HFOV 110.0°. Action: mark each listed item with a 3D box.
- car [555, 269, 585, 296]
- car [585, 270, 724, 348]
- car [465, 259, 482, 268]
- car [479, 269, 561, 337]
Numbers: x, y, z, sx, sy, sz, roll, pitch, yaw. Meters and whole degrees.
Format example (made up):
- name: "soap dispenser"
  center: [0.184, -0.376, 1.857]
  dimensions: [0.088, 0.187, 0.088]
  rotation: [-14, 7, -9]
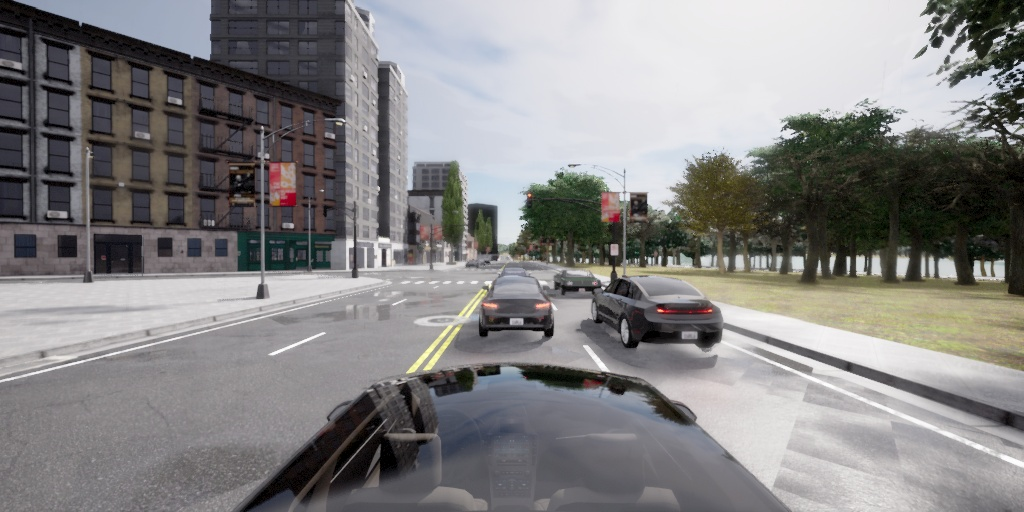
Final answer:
- name: "car"
  center: [3.374, 1.347, 19.439]
  dimensions: [1.895, 1.301, 4.718]
  rotation: [0, 0, 0]
- name: "car"
  center: [3.360, 1.253, 9.195]
  dimensions: [1.837, 1.490, 4.892]
  rotation: [0, 0, 0]
- name: "car"
  center: [-6.503, 1.295, 59.172]
  dimensions: [1.994, 1.385, 4.181]
  rotation: [0, 0, 0]
- name: "car"
  center: [0.114, 1.274, 10.163]
  dimensions: [1.812, 1.442, 4.674]
  rotation: [0, 0, 0]
